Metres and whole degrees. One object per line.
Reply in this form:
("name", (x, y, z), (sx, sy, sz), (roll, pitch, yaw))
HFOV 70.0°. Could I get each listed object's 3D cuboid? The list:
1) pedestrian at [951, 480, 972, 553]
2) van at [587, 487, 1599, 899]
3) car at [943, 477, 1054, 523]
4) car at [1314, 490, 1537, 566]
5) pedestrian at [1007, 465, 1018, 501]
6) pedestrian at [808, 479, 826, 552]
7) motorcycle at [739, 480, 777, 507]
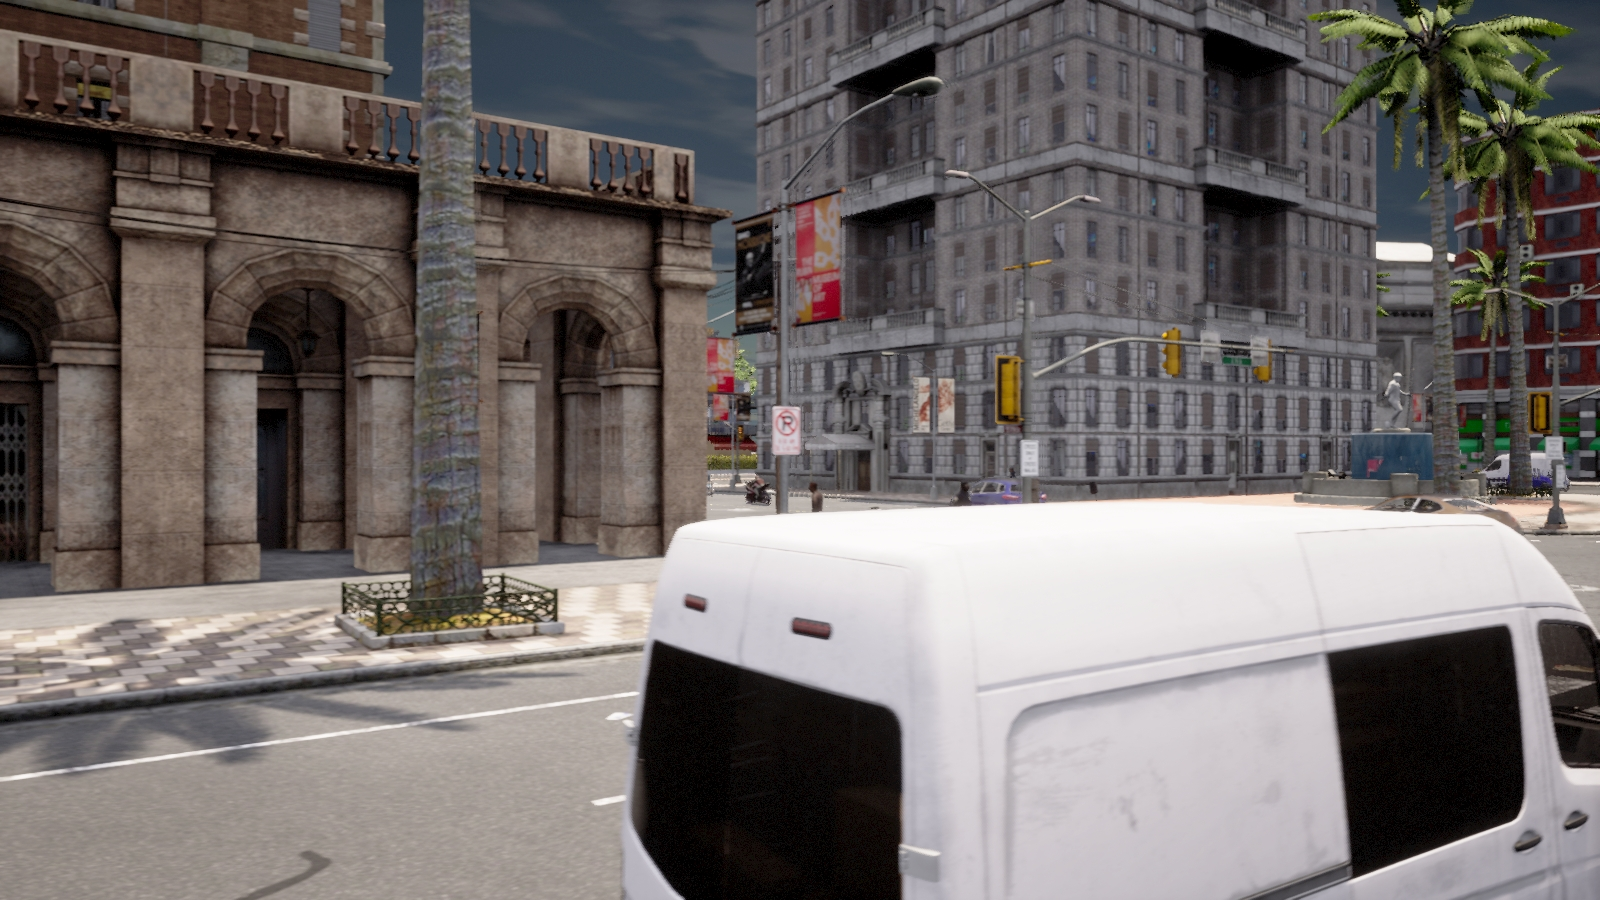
("pedestrian", (4.157, 1.696, 29.357), (0.375, 1.860, 0.375), (0, 0, -39))
("van", (2.166, 1.534, 5.314), (5.915, 2.561, 1.988), (0, 0, -35))
("car", (7.945, 1.967, 46.162), (2.242, 1.667, 4.611), (0, 0, -24))
("car", (16.447, 1.991, 30.398), (2.152, 1.651, 5.027), (0, 0, -20))
("pedestrian", (10.952, 1.696, 58.885), (0.375, 1.860, 0.375), (0, 0, -41))
("pedestrian", (0.446, 1.697, 29.542), (0.375, 1.860, 0.375), (0, 0, 21))
("motorcycle", (-2.153, 2.205, 58.370), (0.867, 1.251, 2.209), (0, 0, -35))
